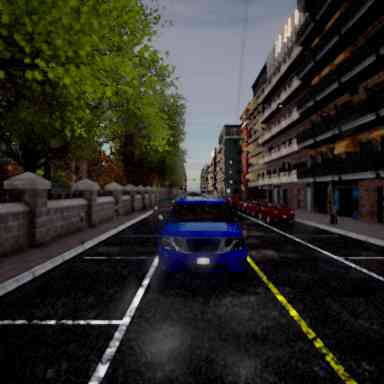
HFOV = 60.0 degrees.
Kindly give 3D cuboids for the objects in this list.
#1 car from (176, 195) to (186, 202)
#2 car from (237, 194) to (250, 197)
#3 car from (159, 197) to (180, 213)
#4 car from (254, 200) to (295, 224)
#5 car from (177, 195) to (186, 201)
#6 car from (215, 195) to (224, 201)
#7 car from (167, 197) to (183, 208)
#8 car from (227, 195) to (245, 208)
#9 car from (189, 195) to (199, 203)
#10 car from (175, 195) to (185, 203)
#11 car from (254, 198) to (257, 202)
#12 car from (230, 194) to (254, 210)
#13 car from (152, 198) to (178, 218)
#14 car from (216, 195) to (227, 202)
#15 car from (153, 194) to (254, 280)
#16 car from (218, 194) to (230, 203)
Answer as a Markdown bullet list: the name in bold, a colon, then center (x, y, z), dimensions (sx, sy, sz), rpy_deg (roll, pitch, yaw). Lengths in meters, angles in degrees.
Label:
- **car**: center (-2.280, 1.375, 69.051), dimensions (2.008, 1.369, 4.403), rpy_deg (0, 0, 0)
- **car**: center (6.074, 1.341, 35.263), dimensions (1.967, 1.590, 4.097), rpy_deg (0, 0, 0)
- **car**: center (-2.307, 1.339, 35.268), dimensions (1.967, 1.590, 4.097), rpy_deg (0, 0, 0)
- **car**: center (6.066, 1.474, 24.004), dimensions (1.887, 1.381, 4.507), rpy_deg (0, 0, 0)
- **car**: center (-2.276, 1.340, 74.512), dimensions (1.752, 1.417, 4.829), rpy_deg (0, 0, 0)
- **car**: center (6.104, 1.342, 74.847), dimensions (1.752, 1.417, 4.829), rpy_deg (0, 0, 0)
- **car**: center (-2.297, 1.422, 46.530), dimensions (2.008, 1.369, 4.403), rpy_deg (0, 0, 0)
- **car**: center (6.083, 1.314, 46.524), dimensions (1.967, 1.590, 4.097), rpy_deg (0, 0, 0)
- **car**: center (0.407, 1.340, 64.501), dimensions (1.837, 1.490, 4.892), rpy_deg (0, 0, 0)
- **car**: center (-2.285, 1.360, 63.251), dimensions (1.752, 1.417, 4.829), rpy_deg (0, 0, 0)
- **car**: center (6.070, 1.460, 29.634), dimensions (1.887, 1.381, 4.507), rpy_deg (0, 0, 0)
- **car**: center (6.078, 1.203, 40.893), dimensions (2.192, 1.841, 5.009), rpy_deg (0, 0, 0)
- **car**: center (-2.311, 1.353, 29.640), dimensions (1.967, 1.590, 4.097), rpy_deg (0, 0, 0)
- **car**: center (6.101, 1.392, 69.046), dimensions (1.947, 1.339, 4.313), rpy_deg (0, 0, 0)
- **car**: center (0.268, 1.188, 10.238), dimensions (2.150, 2.045, 5.566), rpy_deg (0, 0, 0)
- **car**: center (6.095, 1.277, 63.415), dimensions (1.967, 1.590, 4.097), rpy_deg (0, 0, 0)
